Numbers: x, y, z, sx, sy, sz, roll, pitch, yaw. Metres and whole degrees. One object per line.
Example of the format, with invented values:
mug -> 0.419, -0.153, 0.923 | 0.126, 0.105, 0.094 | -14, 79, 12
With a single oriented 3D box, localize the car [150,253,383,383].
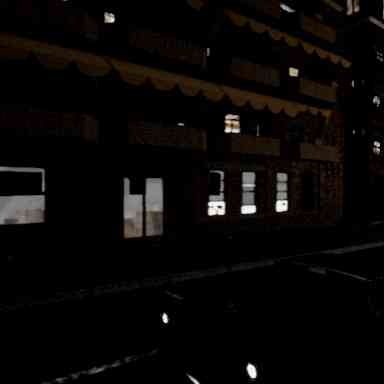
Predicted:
car -> 1.839, 1.641, 4.679 | 4.718, 1.301, 1.895 | 1, 0, -35
